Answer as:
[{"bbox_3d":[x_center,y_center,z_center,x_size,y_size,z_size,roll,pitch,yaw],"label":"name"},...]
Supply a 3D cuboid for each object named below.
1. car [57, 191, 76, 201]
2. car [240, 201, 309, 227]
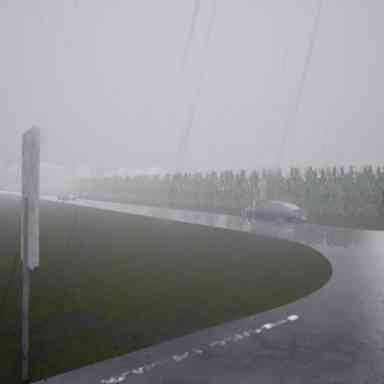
[{"bbox_3d":[-18.826,0.587,49.875,2.128,1.511,4.902,1,1,-36],"label":"car"},{"bbox_3d":[5.139,1.303,21.087,1.812,1.442,4.674,0,1,-36],"label":"car"}]
